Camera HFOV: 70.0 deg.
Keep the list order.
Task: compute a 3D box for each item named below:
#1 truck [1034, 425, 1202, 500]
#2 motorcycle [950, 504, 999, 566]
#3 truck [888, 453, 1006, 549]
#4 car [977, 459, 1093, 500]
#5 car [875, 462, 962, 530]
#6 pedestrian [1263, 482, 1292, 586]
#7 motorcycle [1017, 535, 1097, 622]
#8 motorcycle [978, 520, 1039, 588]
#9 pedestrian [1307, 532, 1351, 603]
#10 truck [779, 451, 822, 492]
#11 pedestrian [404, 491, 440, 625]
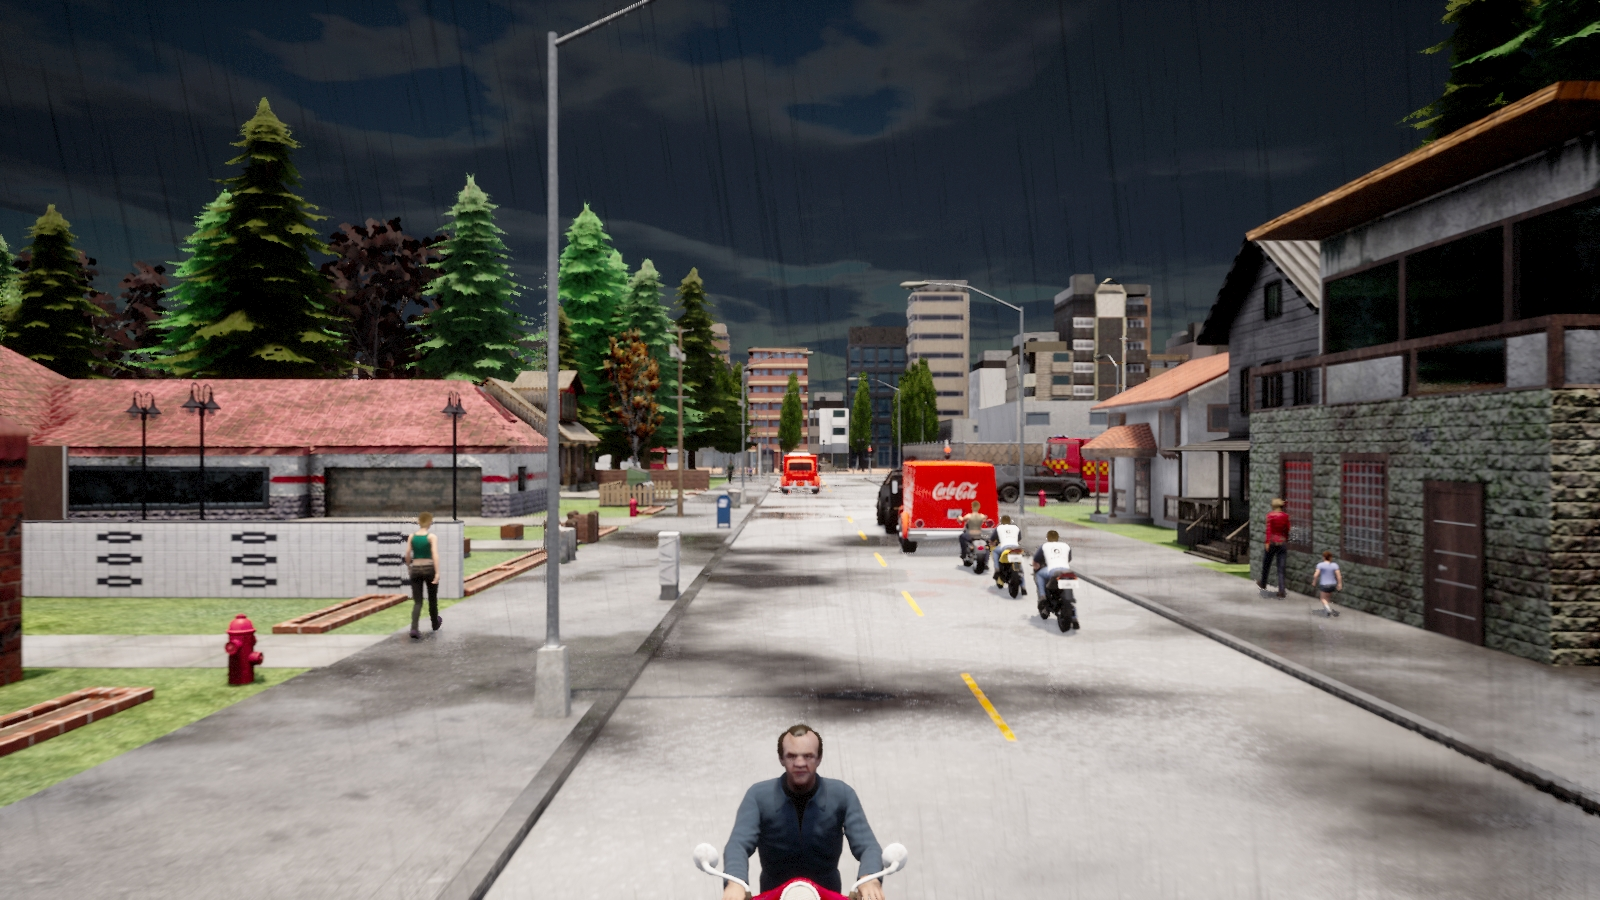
[{"bbox_3d":[17.584,0.647,63.395,8.468,3.827,2.891,2,0,27],"label":"truck"},{"bbox_3d":[4.007,1.935,26.440,0.764,1.277,2.356,0,0,0],"label":"motorcycle"},{"bbox_3d":[4.010,1.330,32.152,2.627,2.467,5.204,0,0,0],"label":"truck"},{"bbox_3d":[12.257,1.528,59.862,5.566,2.045,2.150,0,0,-3],"label":"car"},{"bbox_3d":[4.004,1.512,39.706,2.390,2.098,6.274,0,0,0],"label":"car"},{"bbox_3d":[8.624,1.511,20.658,0.375,1.860,0.375,0,0,1],"label":"pedestrian"},{"bbox_3d":[4.005,1.983,17.988,0.803,1.145,2.033,0,0,0],"label":"motorcycle"},{"bbox_3d":[4.003,1.981,22.104,0.803,1.145,2.033,0,0,0],"label":"motorcycle"},{"bbox_3d":[8.545,1.894,18.464,0.500,1.100,0.500,0,0,3],"label":"pedestrian"},{"bbox_3d":[0.027,1.309,71.911,2.627,2.467,5.204,0,0,0],"label":"truck"},{"bbox_3d":[-5.352,1.514,16.185,0.375,1.860,0.375,0,0,3],"label":"pedestrian"}]
